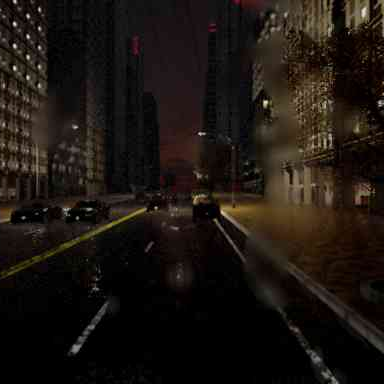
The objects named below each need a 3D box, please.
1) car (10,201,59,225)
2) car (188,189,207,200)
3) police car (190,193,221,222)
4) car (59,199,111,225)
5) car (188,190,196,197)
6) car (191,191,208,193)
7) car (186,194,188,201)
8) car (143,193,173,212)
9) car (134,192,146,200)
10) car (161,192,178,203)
[{"bbox_3d":[-9.854,1.284,21.432,1.994,1.385,4.181,0,1,0],"label":"car"},{"bbox_3d":[0.964,0.711,39.406,2.150,2.045,5.566,0,1,0],"label":"car"},{"bbox_3d":[0.968,1.118,23.487,1.930,1.638,5.238,0,1,0],"label":"police car"},{"bbox_3d":[-6.604,1.223,21.578,1.837,1.490,4.892,0,1,0],"label":"car"},{"bbox_3d":[-0.020,0.348,76.356,1.882,1.535,5.008,0,1,0],"label":"car"},{"bbox_3d":[0.965,1.018,33.568,1.801,1.575,5.366,0,1,0],"label":"car"},{"bbox_3d":[-0.015,0.843,58.254,1.895,1.301,4.718,0,1,0],"label":"car"},{"bbox_3d":[-3.159,1.092,31.648,1.837,1.490,4.892,0,1,0],"label":"car"},{"bbox_3d":[-9.773,0.710,64.148,2.033,1.411,5.357,0,1,0],"label":"car"},{"bbox_3d":[-3.164,0.882,51.124,2.033,1.411,5.357,0,1,0],"label":"car"}]
